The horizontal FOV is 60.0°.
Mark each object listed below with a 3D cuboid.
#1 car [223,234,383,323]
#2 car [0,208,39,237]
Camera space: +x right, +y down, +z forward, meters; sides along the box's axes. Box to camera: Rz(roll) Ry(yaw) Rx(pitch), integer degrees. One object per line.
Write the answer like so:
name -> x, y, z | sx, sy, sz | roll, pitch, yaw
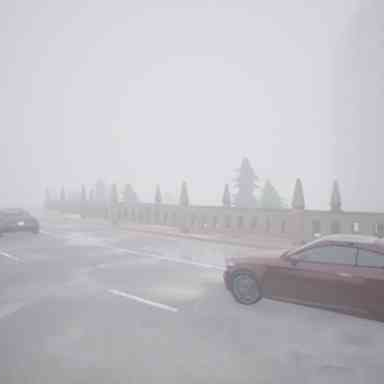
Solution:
car -> 2.836, 1.553, 6.412 | 4.674, 1.442, 1.812 | 0, 0, 36
car -> -9.981, 1.557, 18.280 | 1.994, 1.385, 4.181 | 0, 0, -42
